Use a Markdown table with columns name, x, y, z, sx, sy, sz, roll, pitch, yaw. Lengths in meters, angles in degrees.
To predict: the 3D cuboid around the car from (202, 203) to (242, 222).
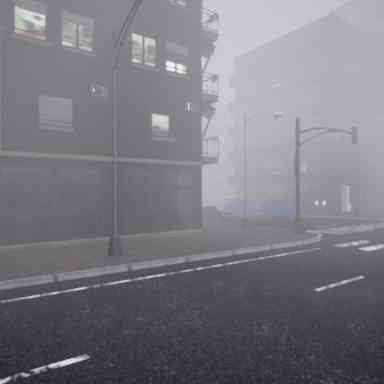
| name | x | y | z | sx | sy | sz | roll | pitch | yaw |
| --- | --- | --- | --- | --- | --- | --- | --- | --- | --- |
| car | 1.945 | 1.855 | 28.767 | 1.802 | 1.307 | 4.206 | -1 | 0 | -36 |

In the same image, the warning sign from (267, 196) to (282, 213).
| name | x | y | z | sx | sy | sz | roll | pitch | yaw |
| --- | --- | --- | --- | --- | --- | --- | --- | --- | --- |
| warning sign | 9.176 | 1.369 | 37.073 | 1.300 | 1.860 | 1.060 | 1 | 0 | -36 |

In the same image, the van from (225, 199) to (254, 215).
| name | x | y | z | sx | sy | sz | roll | pitch | yaw |
| --- | --- | --- | --- | --- | --- | --- | --- | --- | --- |
| van | 5.369 | 1.648 | 38.200 | 1.690 | 1.788 | 3.998 | -1 | 0 | -36 |

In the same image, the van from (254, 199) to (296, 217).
| name | x | y | z | sx | sy | sz | roll | pitch | yaw |
| --- | --- | --- | --- | --- | --- | --- | --- | --- | --- |
| van | 8.685 | 1.574 | 33.684 | 1.690 | 1.788 | 3.998 | -1 | 0 | -36 |
